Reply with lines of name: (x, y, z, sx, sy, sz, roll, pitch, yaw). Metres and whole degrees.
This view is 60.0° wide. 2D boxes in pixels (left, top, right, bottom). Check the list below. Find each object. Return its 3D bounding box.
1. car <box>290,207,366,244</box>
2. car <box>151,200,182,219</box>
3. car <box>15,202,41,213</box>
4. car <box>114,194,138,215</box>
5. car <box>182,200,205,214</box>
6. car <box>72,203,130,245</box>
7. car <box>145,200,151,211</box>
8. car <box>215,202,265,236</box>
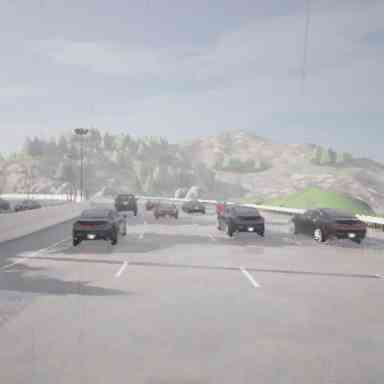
car: (6.287, 1.503, 15.932, 1.837, 1.490, 4.892, 0, 0, -5)
car: (-2.320, 1.598, 28.820, 1.895, 1.301, 4.718, 0, 0, -9)
car: (-18.371, 1.561, 37.242, 1.994, 1.385, 4.181, 0, 0, -13)
car: (-6.730, 1.218, 33.825, 2.150, 2.045, 5.566, 0, 0, -11)
car: (0.089, 1.560, 35.246, 1.994, 1.385, 4.181, 0, 0, -11)
car: (-4.222, 1.504, 15.635, 1.837, 1.490, 4.892, 0, 0, -5)
car: (-4.792, 1.597, 41.442, 1.895, 1.301, 4.718, 0, 0, -13)
car: (2.564, 1.503, 18.255, 1.837, 1.490, 4.892, 0, 0, -5)
